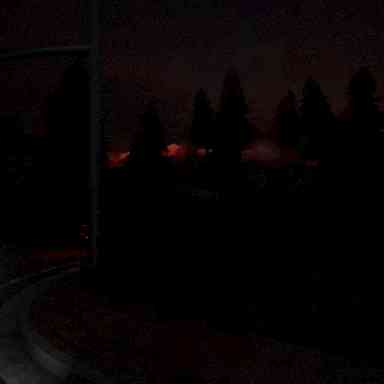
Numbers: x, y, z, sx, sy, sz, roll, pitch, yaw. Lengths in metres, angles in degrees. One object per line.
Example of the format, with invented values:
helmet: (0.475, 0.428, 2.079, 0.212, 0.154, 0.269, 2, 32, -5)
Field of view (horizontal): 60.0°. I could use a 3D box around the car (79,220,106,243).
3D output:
car: (-2.646, 1.519, 14.965, 1.837, 1.490, 4.892, 0, 0, 36)
